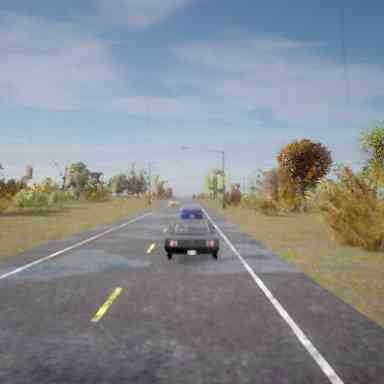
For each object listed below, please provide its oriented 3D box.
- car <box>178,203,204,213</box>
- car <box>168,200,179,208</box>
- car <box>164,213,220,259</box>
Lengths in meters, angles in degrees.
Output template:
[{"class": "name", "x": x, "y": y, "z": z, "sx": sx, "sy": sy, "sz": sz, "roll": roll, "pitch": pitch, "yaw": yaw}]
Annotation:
[{"class": "car", "x": 0.017, "y": 1.803, "z": 29.248, "sx": 1.882, "sy": 1.535, "sz": 5.008, "roll": 0, "pitch": 0, "yaw": 0}, {"class": "car", "x": -3.553, "y": 2.215, "z": 64.569, "sx": 1.882, "sy": 1.535, "sz": 5.008, "roll": 0, "pitch": -1, "yaw": 0}, {"class": "car", "x": 0.011, "y": 1.748, "z": 13.249, "sx": 1.895, "sy": 1.301, "sz": 4.718, "roll": 0, "pitch": -1, "yaw": 0}]
